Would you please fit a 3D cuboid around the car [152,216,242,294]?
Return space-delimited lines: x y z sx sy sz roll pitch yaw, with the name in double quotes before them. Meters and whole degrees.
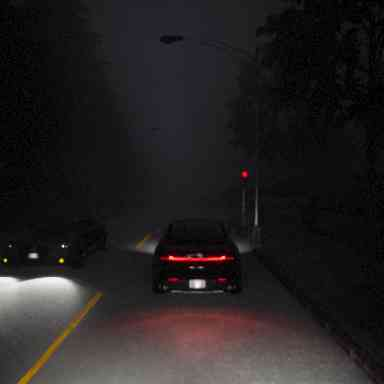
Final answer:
"car" 0.100 1.375 8.432 1.837 1.490 4.892 0 1 0

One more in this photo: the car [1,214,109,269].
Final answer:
"car" -4.012 1.404 10.437 1.994 1.385 4.181 0 1 1

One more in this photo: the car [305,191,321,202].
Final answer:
"car" 15.801 0.617 44.991 1.994 1.381 4.181 0 1 0
